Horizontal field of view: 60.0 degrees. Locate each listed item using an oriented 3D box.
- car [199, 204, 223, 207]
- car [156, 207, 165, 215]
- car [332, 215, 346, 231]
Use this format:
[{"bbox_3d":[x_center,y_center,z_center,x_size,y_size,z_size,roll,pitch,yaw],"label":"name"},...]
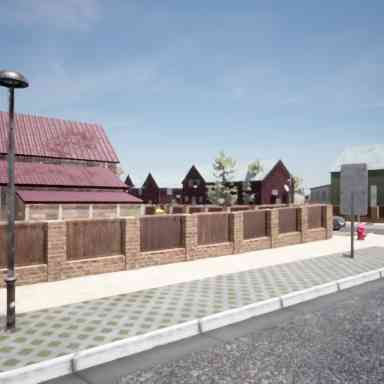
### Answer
[{"bbox_3d":[2.118,1.949,30.715,2.097,1.767,4.553,1,-2,-36],"label":"car"},{"bbox_3d":[-5.166,2.422,40.812,1.882,1.535,5.008,1,-3,-36],"label":"car"},{"bbox_3d":[7.932,1.826,22.620,1.837,1.490,4.892,1,-2,-35],"label":"car"}]
